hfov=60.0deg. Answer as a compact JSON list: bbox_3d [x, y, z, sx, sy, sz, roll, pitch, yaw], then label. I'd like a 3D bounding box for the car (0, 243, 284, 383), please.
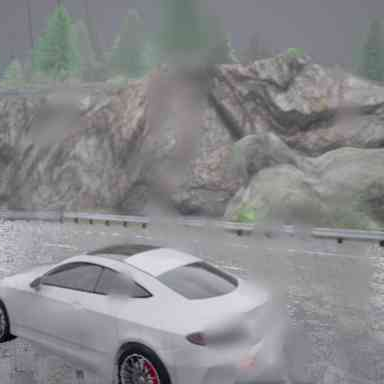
[{"bbox_3d":[-1.085,1.492,4.756,4.674,1.442,1.812,0,0,34],"label":"car"}]
